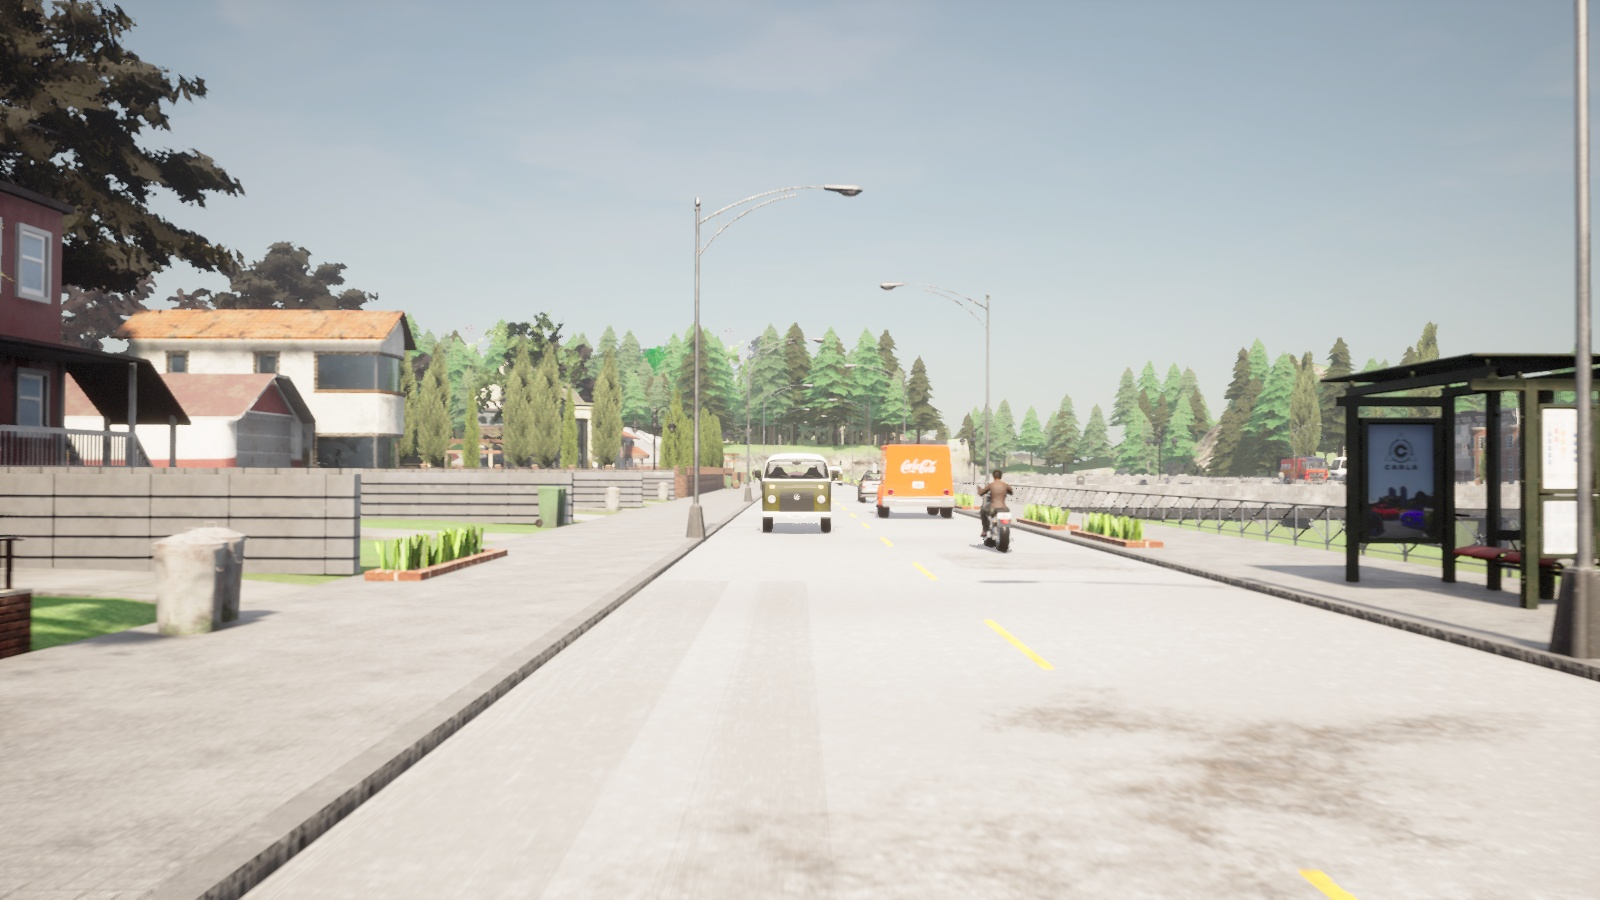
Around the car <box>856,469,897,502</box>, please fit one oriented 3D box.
[{"bbox_3d":[3.847,1.762,63.601,1.851,1.617,3.988,0,-1,0],"label":"car"}]

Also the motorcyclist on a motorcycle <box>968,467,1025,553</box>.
[{"bbox_3d":[3.939,1.174,25.365,0.766,1.649,2.350,0,-1,0],"label":"motorcyclist on a motorcycle"}]

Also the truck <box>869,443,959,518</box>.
[{"bbox_3d":[3.893,1.047,43.893,2.627,2.467,5.204,0,-1,0],"label":"truck"}]

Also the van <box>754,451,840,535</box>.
[{"bbox_3d":[-0.080,1.086,32.719,2.069,2.038,4.480,0,-1,0],"label":"van"}]
